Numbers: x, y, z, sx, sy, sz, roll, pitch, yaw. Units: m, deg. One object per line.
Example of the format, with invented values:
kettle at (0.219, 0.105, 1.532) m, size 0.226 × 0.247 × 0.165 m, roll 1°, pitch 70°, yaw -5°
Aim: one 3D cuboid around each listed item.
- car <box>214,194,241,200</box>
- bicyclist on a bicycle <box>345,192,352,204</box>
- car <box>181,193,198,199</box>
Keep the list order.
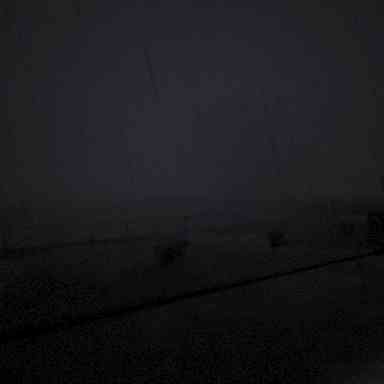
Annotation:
car at (6.111, 1.024, 56.976) m, size 2.033 × 1.411 × 5.357 m, roll -1°, pitch 1°, yaw -35°
bicyclist on a bicycle at (20.566, 0.771, 43.628) m, size 1.656 × 1.620 × 0.582 m, roll -1°, pitch 1°, yaw -35°
car at (-0.343, 0.881, 59.189) m, size 2.097 × 1.767 × 4.553 m, roll -1°, pitch 1°, yaw -34°
